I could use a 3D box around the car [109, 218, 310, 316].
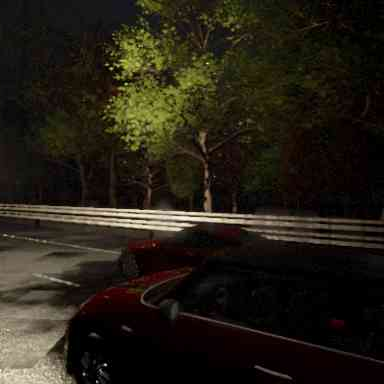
[{"bbox_3d":[0.247,1.529,8.131,4.674,1.442,1.812,0,0,36],"label":"car"}]

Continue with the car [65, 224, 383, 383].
[{"bbox_3d":[0.713,1.354,3.493,4.553,1.767,2.097,0,0,36],"label":"car"}]
